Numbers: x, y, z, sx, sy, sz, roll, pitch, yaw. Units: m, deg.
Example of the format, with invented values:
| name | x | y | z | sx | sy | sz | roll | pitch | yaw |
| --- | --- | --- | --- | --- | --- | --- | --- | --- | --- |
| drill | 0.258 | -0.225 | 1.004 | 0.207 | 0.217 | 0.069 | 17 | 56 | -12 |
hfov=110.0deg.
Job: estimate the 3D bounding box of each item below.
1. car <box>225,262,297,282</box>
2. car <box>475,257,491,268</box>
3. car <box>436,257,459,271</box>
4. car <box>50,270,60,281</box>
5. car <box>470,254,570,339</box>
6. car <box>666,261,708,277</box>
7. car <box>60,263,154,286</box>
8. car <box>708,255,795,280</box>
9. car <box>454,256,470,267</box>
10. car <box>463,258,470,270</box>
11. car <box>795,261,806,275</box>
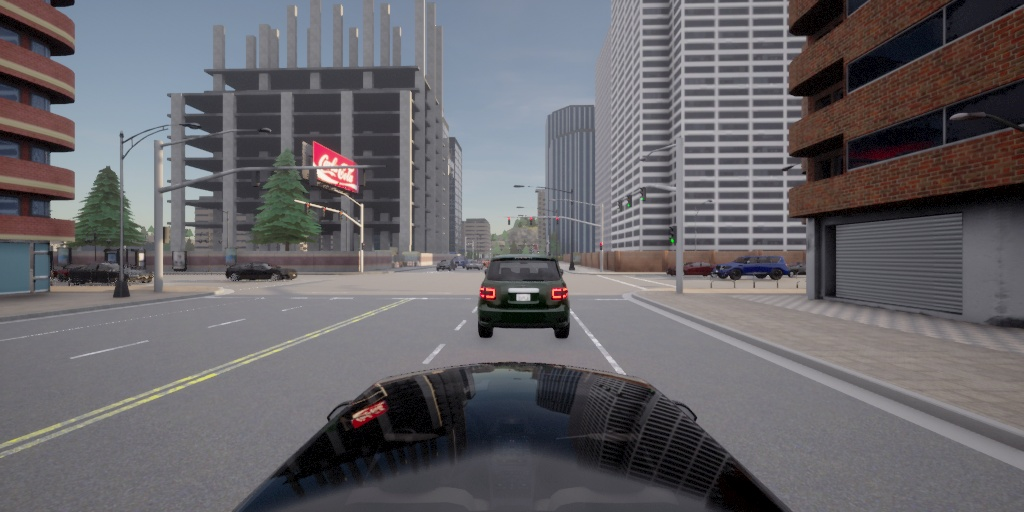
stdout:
| name | x | y | z | sx | sy | sz | roll | pitch | yaw |
| --- | --- | --- | --- | --- | --- | --- | --- | --- | --- |
| car | -19.595 | 1.228 | 28.161 | 5.008 | 1.535 | 1.882 | 0 | 0 | 1 |
| car | -4.871 | 1.102 | 61.260 | 2.097 | 1.767 | 4.553 | 0 | 0 | 2 |
| car | -8.880 | 1.255 | 48.524 | 1.837 | 1.490 | 4.892 | 0 | 0 | 2 |
| car | -33.427 | 1.351 | 28.522 | 4.718 | 1.301 | 1.895 | 0 | 0 | 2 |
| car | 0.338 | 0.971 | 10.283 | 2.150 | 2.045 | 5.566 | 0 | 0 | 2 |
| car | 17.310 | 1.228 | 34.071 | 5.008 | 1.535 | 1.882 | 0 | 0 | 2 |
| car | -27.629 | 1.255 | 24.833 | 4.892 | 1.490 | 1.837 | 0 | 0 | 2 |
| car | 20.226 | 0.971 | 30.477 | 5.566 | 2.045 | 2.150 | 0 | 0 | 2 |
| car | -8.497 | 0.971 | 58.372 | 2.150 | 2.045 | 5.566 | 0 | 0 | 1 |
| car | -5.276 | 1.351 | 51.160 | 1.895 | 1.301 | 4.718 | 0 | 0 | 2 |
| car | 27.240 | 1.241 | 33.737 | 4.902 | 1.511 | 2.128 | 0 | 0 | 2 |
